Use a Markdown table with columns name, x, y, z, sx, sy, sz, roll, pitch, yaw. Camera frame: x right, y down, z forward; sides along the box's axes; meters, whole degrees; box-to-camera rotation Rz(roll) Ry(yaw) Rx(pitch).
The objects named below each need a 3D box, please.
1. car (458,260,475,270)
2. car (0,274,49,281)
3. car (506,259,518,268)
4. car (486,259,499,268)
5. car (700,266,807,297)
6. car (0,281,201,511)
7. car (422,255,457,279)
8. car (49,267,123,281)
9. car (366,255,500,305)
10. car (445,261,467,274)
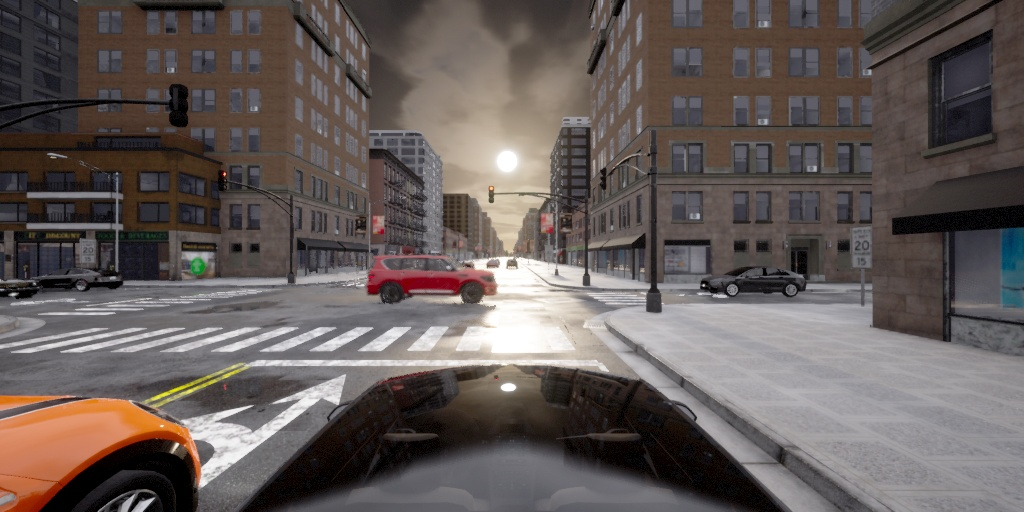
| name | x | y | z | sx | sy | sz | roll | pitch | yaw |
| --- | --- | --- | --- | --- | --- | --- | --- | --- | --- |
| car | -6.684 | 1.343 | 53.157 | 1.895 | 1.301 | 4.718 | 0 | 0 | 0 |
| car | -23.683 | 1.344 | 15.473 | 4.718 | 1.301 | 1.895 | 0 | 0 | 0 |
| car | 0.000 | 1.243 | 59.779 | 1.837 | 1.490 | 4.892 | 0 | -1 | 0 |
| car | -3.359 | 1.304 | 61.955 | 1.994 | 1.385 | 4.181 | 0 | 0 | 0 |
| car | 12.427 | 1.294 | 18.644 | 4.892 | 1.490 | 1.837 | 0 | 0 | 1 |
| car | -3.237 | 1.102 | 0.608 | 2.097 | 1.767 | 4.553 | 0 | 0 | 0 |
| car | -6.646 | 0.970 | 33.608 | 2.150 | 2.045 | 5.566 | 0 | 0 | 0 |
| car | -25.408 | 1.330 | 20.966 | 4.313 | 1.339 | 1.948 | 0 | 0 | 0 |
| car | -3.401 | 0.973 | 15.619 | 5.566 | 2.045 | 2.150 | 0 | 0 | -1 |
| car | -6.674 | 1.310 | 43.028 | 1.994 | 1.385 | 4.181 | 0 | 0 | 0 |
